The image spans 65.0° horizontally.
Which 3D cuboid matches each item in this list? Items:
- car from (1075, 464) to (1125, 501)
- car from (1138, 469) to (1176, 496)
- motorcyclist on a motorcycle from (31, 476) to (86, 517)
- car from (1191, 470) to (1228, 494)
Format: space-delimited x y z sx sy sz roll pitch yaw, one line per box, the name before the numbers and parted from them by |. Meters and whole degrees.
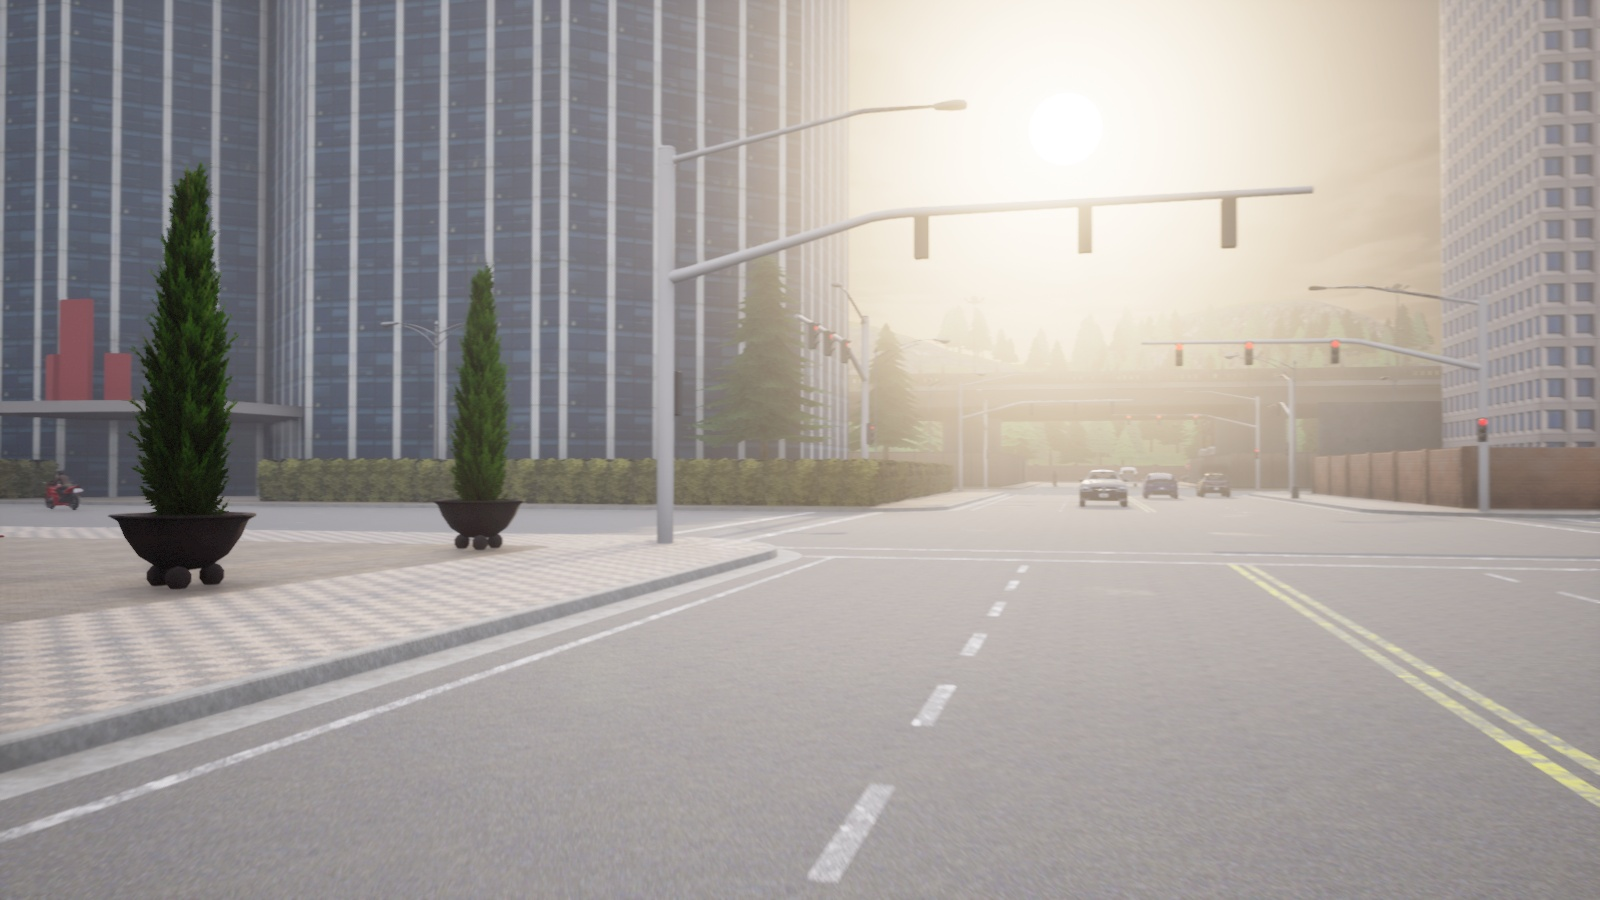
car | 13.742 1.475 57.661 2.152 1.651 5.027 -1 -1 13
car | 21.132 1.911 74.567 1.882 1.535 5.008 -1 -1 13
motorcyclist on a motorcycle | -28.370 1.778 48.035 2.044 1.523 0.797 -1 -1 26
car | 25.652 1.988 78.699 1.816 1.474 4.193 -1 -1 13
